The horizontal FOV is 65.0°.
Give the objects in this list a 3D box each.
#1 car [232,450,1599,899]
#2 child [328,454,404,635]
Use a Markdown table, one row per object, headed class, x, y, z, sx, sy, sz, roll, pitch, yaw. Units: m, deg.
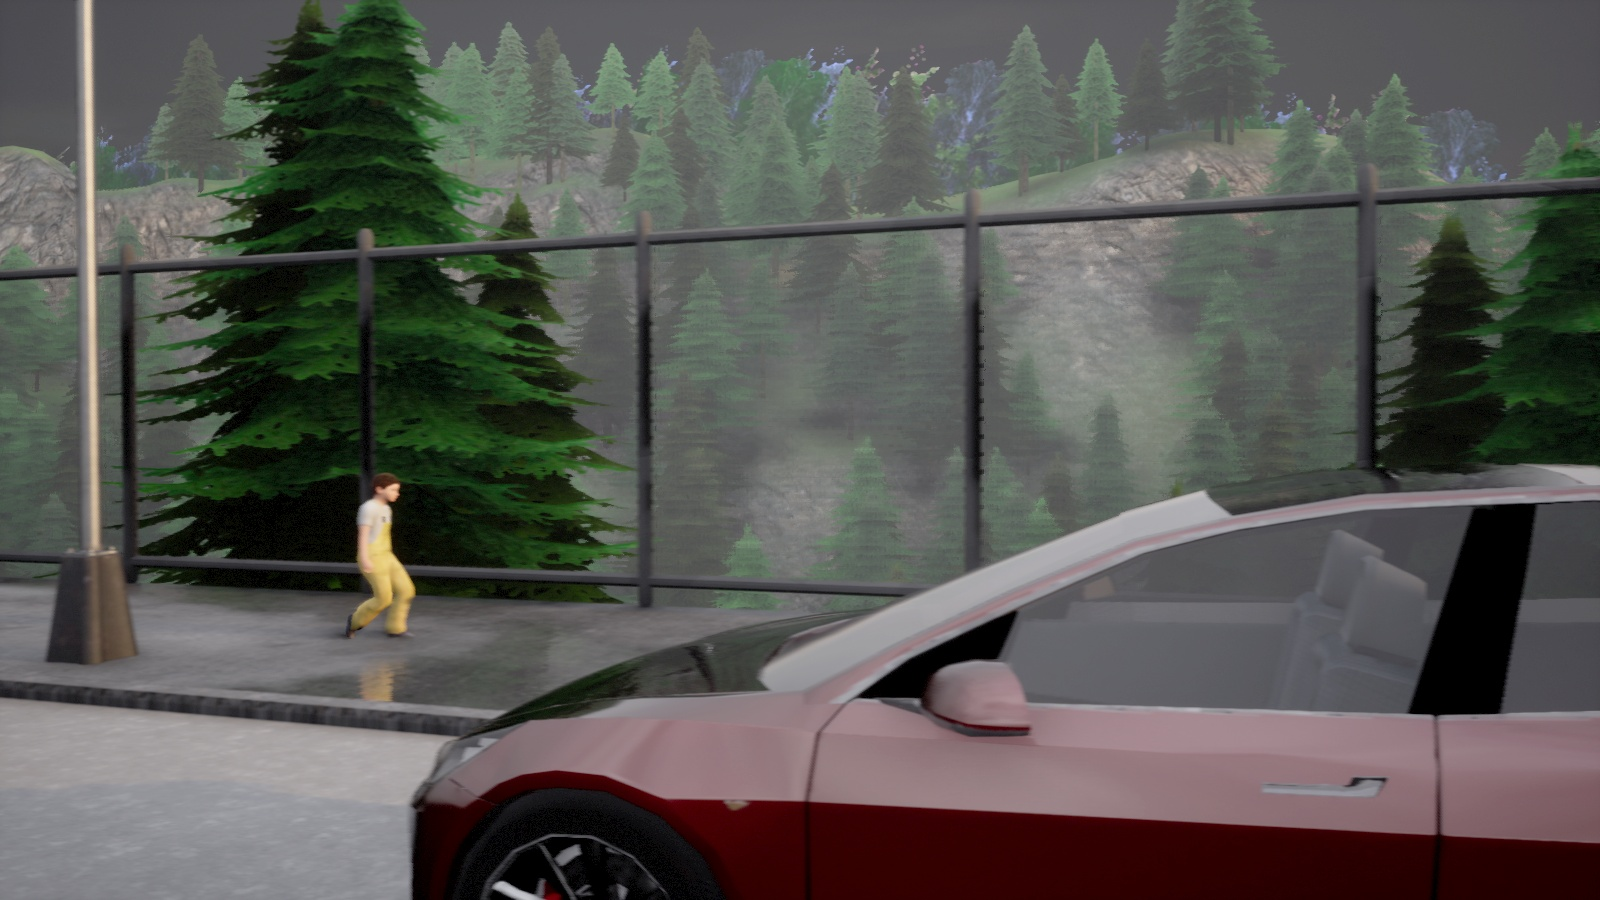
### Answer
| class | x | y | z | sx | sy | sz | roll | pitch | yaw |
| --- | --- | --- | --- | --- | --- | --- | --- | --- | --- |
| car | 1.246 | 0.778 | 3.299 | 4.792 | 1.488 | 2.163 | 1 | 1 | 18 |
| child | -3.084 | 0.662 | 8.941 | 0.437 | 1.263 | 0.270 | 0 | 1 | 6 |
